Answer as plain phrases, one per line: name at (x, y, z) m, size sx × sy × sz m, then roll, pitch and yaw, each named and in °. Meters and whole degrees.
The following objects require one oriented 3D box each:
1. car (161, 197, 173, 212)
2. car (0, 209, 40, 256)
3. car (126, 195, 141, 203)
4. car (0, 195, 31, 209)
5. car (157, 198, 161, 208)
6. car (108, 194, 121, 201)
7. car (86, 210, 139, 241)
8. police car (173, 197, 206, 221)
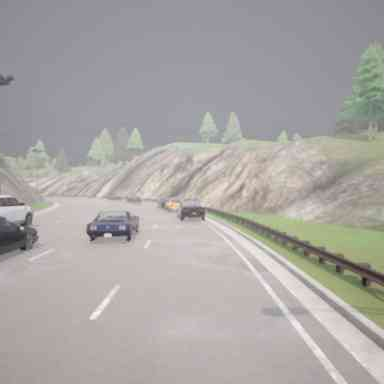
car at (-1.923, 1.334, 36.806) m, size 1.801 × 1.575 × 5.366 m, roll 0°, pitch 0°, yaw -12°
car at (-6.952, 1.512, 10.787) m, size 2.033 × 1.411 × 5.357 m, roll 0°, pitch 0°, yaw -1°
car at (-10.753, 1.288, 61.398) m, size 2.128 × 1.511 × 4.902 m, roll 0°, pitch 0°, yaw -25°
car at (-10.822, 1.163, 18.350) m, size 2.150 × 2.045 × 5.566 m, roll 0°, pitch 0°, yaw -4°
car at (-3.279, 1.365, 42.584) m, size 1.837 × 1.490 × 4.892 m, roll 0°, pitch 0°, yaw -14°
car at (-17.446, 1.189, 75.031) m, size 1.994 × 1.385 × 4.181 m, roll 0°, pitch 0°, yaw -31°
car at (-3.686, 1.547, 16.337) m, size 1.895 × 1.301 × 4.718 m, roll 0°, pitch 0°, yaw -3°
police car at (-0.169, 1.337, 26.670) m, size 1.930 × 1.638 × 5.238 m, roll 0°, pitch 0°, yaw -8°
